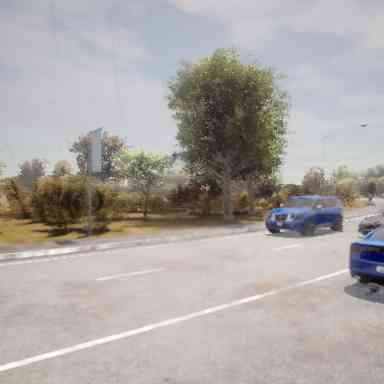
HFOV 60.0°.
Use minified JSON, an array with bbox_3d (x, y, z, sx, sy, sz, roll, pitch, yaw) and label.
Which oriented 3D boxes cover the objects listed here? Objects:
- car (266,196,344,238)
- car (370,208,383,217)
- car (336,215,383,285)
[{"bbox_3d":[6.406,1.248,18.452,5.566,2.045,2.150,0,0,-42],"label":"car"},{"bbox_3d":[10.607,1.570,17.544,5.357,1.411,2.033,0,0,-43],"label":"car"},{"bbox_3d":[5.944,1.490,8.571,5.008,1.535,1.882,0,0,-39],"label":"car"}]
